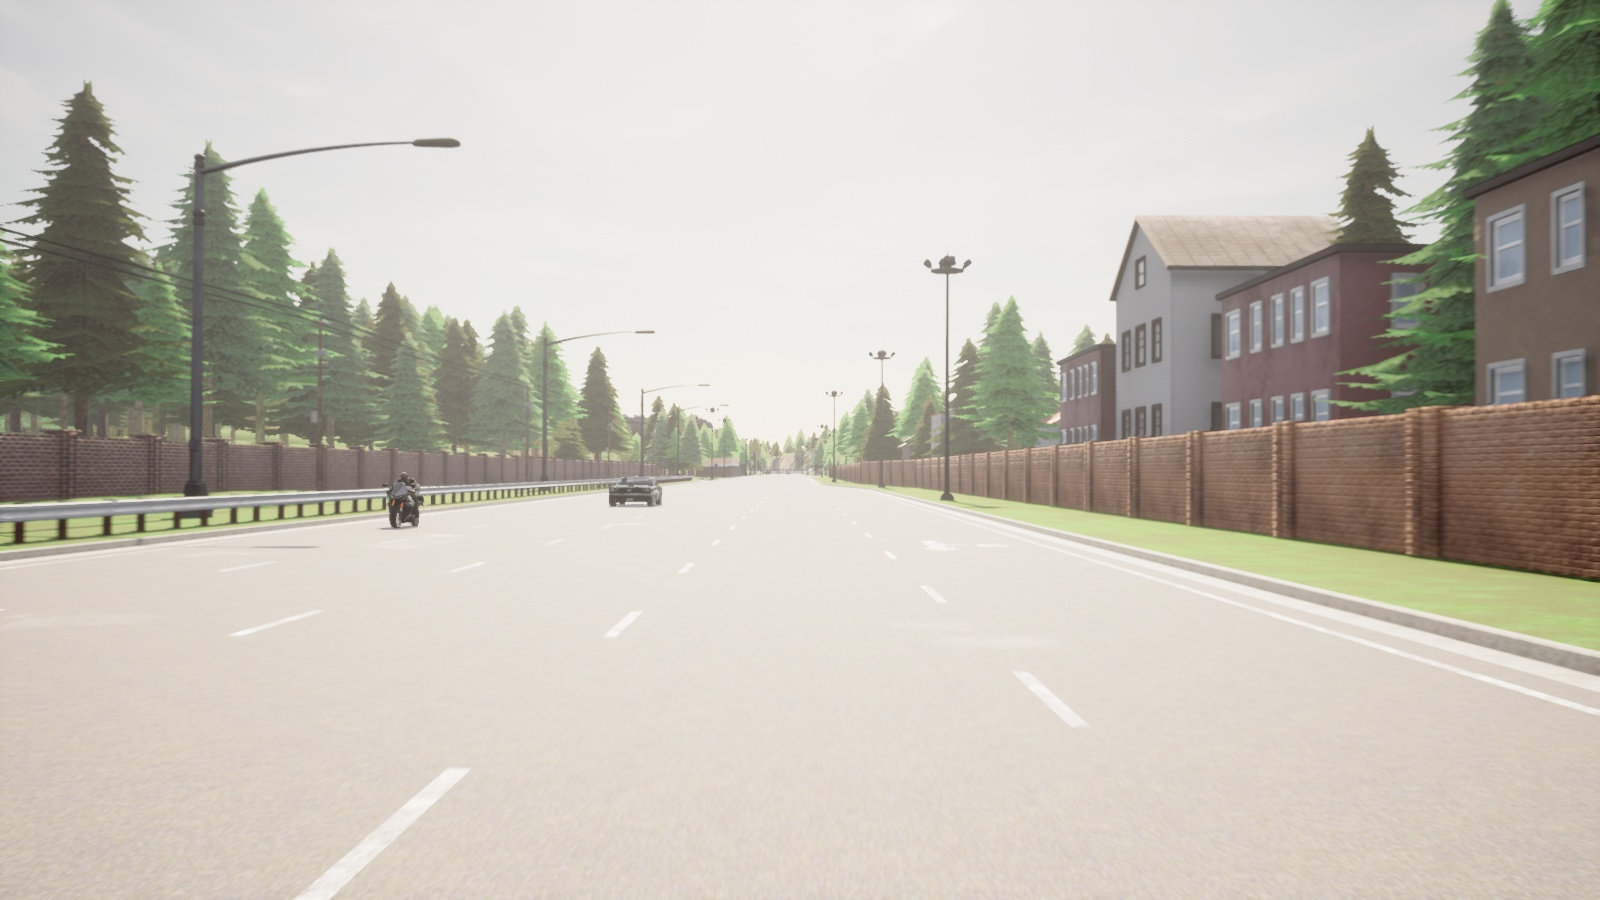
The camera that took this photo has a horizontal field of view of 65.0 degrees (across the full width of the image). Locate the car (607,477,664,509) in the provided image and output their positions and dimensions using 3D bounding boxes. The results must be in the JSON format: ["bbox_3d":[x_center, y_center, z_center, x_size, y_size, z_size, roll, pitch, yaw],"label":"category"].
[{"bbox_3d":[-7.133,1.858,54.818,1.895,1.301,4.718,0,-1,0],"label":"car"}]

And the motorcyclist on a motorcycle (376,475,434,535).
[{"bbox_3d":[-10.582,1.454,33.704,0.866,1.530,2.191,0,-1,0],"label":"motorcyclist on a motorcycle"}]
